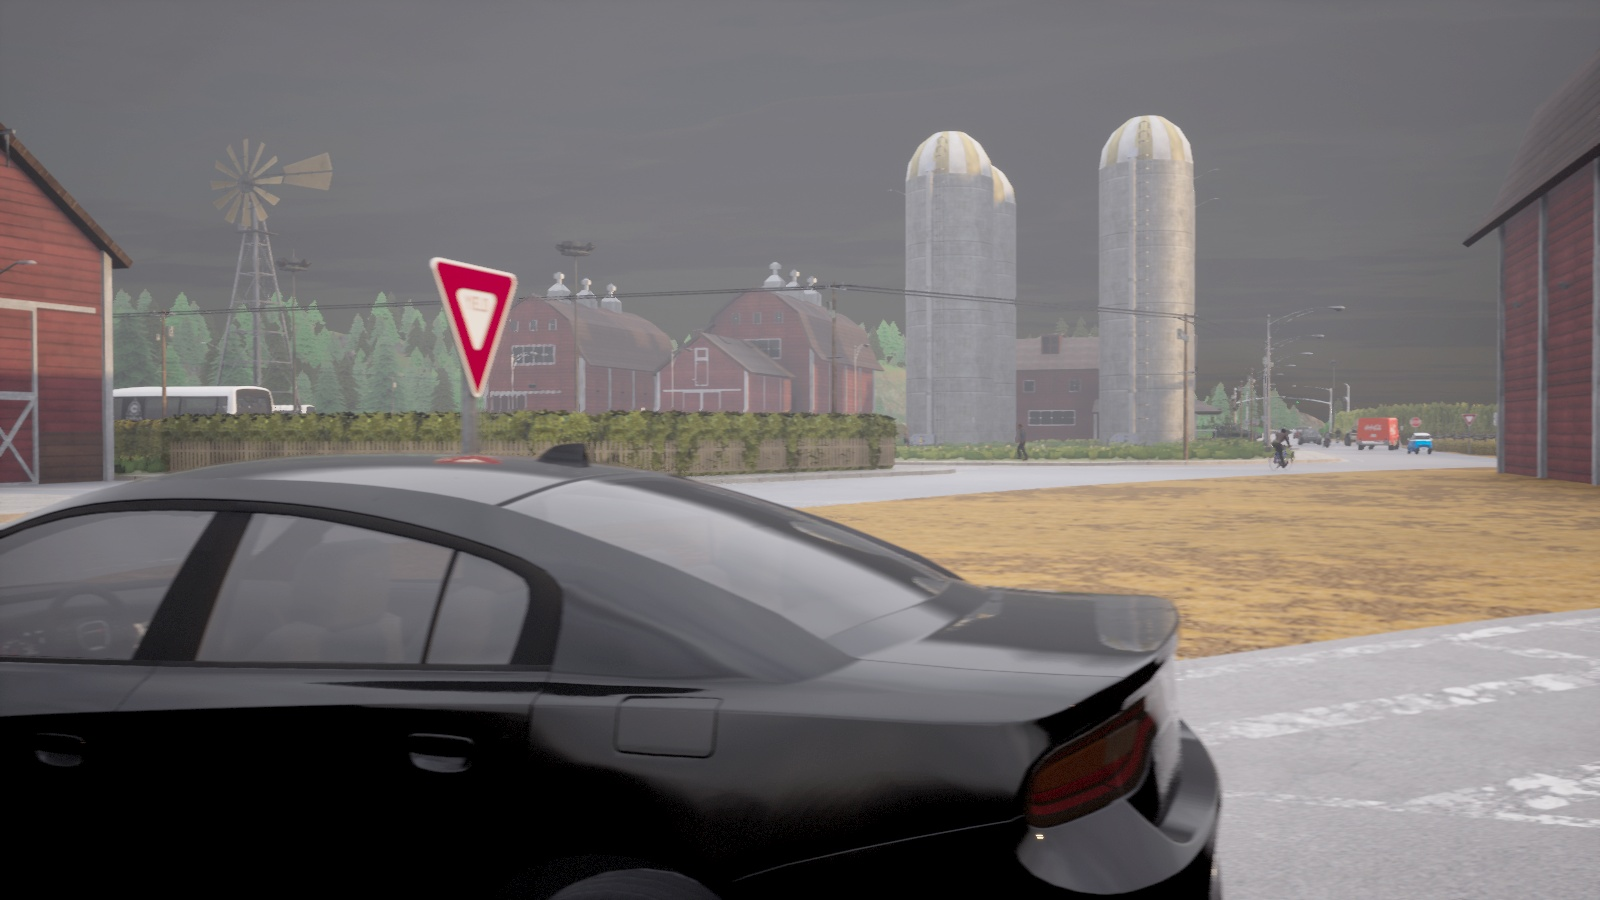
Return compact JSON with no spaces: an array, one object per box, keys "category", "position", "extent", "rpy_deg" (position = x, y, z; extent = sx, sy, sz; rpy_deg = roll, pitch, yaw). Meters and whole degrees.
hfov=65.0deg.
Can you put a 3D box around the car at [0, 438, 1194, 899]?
[{"category":"car","position":[-1.488,0.739,3.696],"extent":[5.008,1.535,1.882],"rpy_deg":[0,1,19]}]

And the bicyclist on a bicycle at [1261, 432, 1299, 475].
[{"category":"bicyclist on a bicycle","position":[18.496,0.142,48.378],"extent":[1.656,1.620,0.582],"rpy_deg":[0,1,-39]}]

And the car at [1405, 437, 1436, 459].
[{"category":"car","position":[39.737,-0.118,80.476],"extent":[1.481,1.376,2.207],"rpy_deg":[1,1,18]}]

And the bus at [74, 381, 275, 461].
[{"category":"bus","position":[-35.011,-1.668,70.312],"extent":[10.273,4.253,3.944],"rpy_deg":[1,1,18]}]

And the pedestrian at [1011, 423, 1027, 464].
[{"category":"pedestrian","position":[10.682,-0.321,61.232],"extent":[0.788,1.949,0.423],"rpy_deg":[0,1,11]}]
